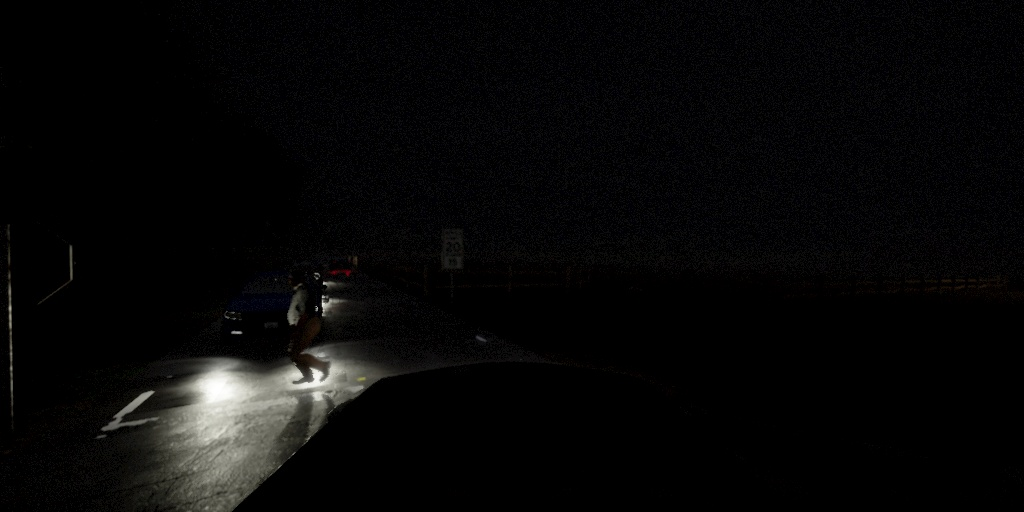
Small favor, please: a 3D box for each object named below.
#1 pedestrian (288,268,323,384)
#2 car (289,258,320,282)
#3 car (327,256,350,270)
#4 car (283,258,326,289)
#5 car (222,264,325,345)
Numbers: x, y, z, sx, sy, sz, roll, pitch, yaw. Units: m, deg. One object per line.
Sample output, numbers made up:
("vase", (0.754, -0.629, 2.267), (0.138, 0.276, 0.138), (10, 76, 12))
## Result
("pedestrian", (-3.132, 1.015, 5.418), (0.375, 1.860, 0.375), (-1, 2, -28))
("car", (-15.491, 0.946, 26.937), (1.882, 1.535, 5.008), (0, 1, -28))
("car", (-19.672, 0.781, 40.928), (1.882, 1.535, 5.008), (0, 1, -28))
("car", (-10.862, 0.924, 18.331), (2.097, 1.767, 4.553), (0, 1, -28))
("car", (-6.212, 1.150, 9.686), (1.882, 1.535, 5.008), (0, 1, -28))
